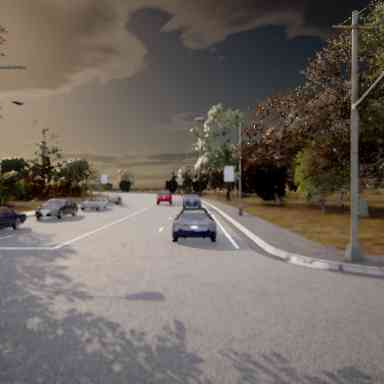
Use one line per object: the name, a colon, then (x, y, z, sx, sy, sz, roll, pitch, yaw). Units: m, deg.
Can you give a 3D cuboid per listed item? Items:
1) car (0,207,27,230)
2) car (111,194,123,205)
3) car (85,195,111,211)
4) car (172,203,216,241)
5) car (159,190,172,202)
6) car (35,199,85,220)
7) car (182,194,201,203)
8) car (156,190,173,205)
car: (-10.602, 1.470, 17.216, 1.895, 1.301, 4.718, 0, 0, 0)
car: (-10.894, 1.085, 46.552, 1.812, 1.442, 4.674, 0, 1, -2)
car: (-10.586, 1.292, 36.274, 1.895, 1.301, 4.718, 0, 1, -1)
car: (0.101, 1.442, 16.018, 1.994, 1.385, 4.181, 0, 0, 0)
car: (-4.739, 0.608, 58.726, 2.150, 2.045, 5.566, 0, 1, -7)
car: (-10.579, 1.285, 26.317, 2.128, 1.511, 4.902, 0, 1, 0)
car: (-0.057, 1.017, 38.533, 2.097, 1.767, 4.553, 0, 1, -1)
car: (-3.947, 0.763, 47.981, 2.150, 2.045, 5.566, 0, 1, -3)
